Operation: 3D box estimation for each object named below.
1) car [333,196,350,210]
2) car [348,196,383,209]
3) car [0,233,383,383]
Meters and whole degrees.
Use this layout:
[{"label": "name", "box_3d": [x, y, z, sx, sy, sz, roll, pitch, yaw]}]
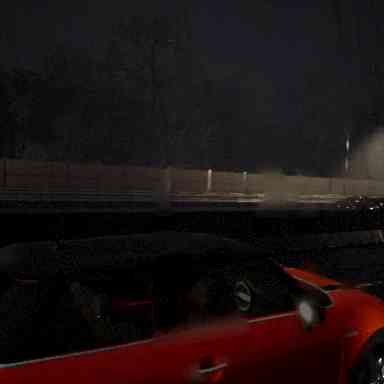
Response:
[{"label": "car", "box_3d": [15.834, 1.127, 32.197, 4.892, 1.490, 1.837, 1, 2, -29]}, {"label": "car", "box_3d": [15.935, 1.247, 28.265, 4.892, 1.490, 1.837, 1, 2, -29]}, {"label": "car", "box_3d": [0.124, 1.237, 3.394, 4.553, 1.767, 2.097, 1, 2, -29]}]
